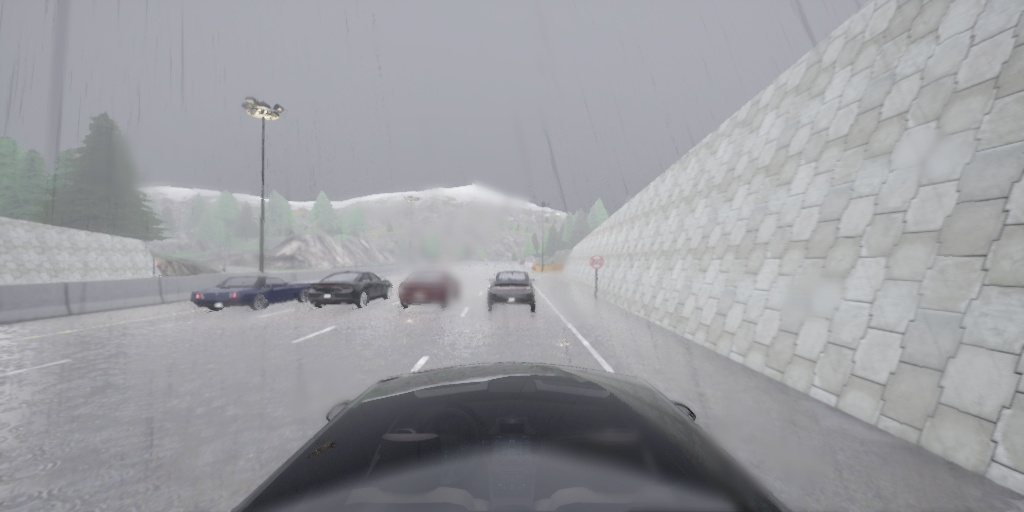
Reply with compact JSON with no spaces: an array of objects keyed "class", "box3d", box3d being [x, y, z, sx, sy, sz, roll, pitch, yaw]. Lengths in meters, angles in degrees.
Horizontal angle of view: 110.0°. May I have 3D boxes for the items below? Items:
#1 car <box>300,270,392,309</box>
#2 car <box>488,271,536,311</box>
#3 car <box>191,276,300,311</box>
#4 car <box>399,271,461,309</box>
[{"class":"car","box3d":[-6.976,1.385,16.057,1.882,1.535,5.008,0,0,0]},{"class":"car","box3d":[0.017,1.392,15.314,2.128,1.511,4.902,0,0,0]},{"class":"car","box3d":[-10.486,1.498,15.063,1.895,1.301,4.718,0,-1,0]},{"class":"car","box3d":[-3.476,1.385,16.050,1.882,1.535,5.008,0,0,0]}]
